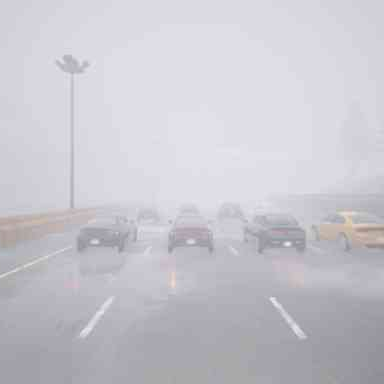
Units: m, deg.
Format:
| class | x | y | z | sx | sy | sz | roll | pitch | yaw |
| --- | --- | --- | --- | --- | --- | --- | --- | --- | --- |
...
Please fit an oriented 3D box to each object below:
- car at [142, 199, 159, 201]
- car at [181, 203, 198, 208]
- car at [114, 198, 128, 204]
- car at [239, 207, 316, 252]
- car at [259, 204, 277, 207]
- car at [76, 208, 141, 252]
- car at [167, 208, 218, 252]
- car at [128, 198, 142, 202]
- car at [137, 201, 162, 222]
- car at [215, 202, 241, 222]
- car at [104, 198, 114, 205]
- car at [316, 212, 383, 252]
| class | x | y | z | sx | sy | sz | roll | pitch | yaw |
| --- | --- | --- | --- | --- | --- | --- | --- | --- | --- |
| car | -8.818 | 2.221 | 74.823 | 2.128 | 1.511 | 4.902 | 0 | -1 | 14 |
| car | -0.250 | 1.782 | 29.420 | 1.837 | 1.490 | 4.892 | 0 | 0 | 0 |
| car | -15.478 | 2.194 | 77.023 | 1.882 | 1.535 | 5.008 | 0 | -1 | 14 |
| car | 3.434 | 1.643 | 14.460 | 1.837 | 1.490 | 4.892 | 0 | 0 | -1 |
| car | 6.750 | 1.801 | 29.567 | 1.812 | 1.442 | 4.674 | 0 | 0 | 0 |
| car | -3.565 | 1.661 | 14.437 | 1.812 | 1.442 | 4.674 | 0 | 0 | -1 |
| car | -0.065 | 1.661 | 14.492 | 1.812 | 1.442 | 4.674 | 0 | 0 | 0 |
| car | -12.143 | 2.205 | 75.922 | 1.837 | 1.490 | 4.892 | 0 | -1 | 14 |
| car | -3.749 | 1.801 | 29.467 | 1.812 | 1.442 | 4.674 | 0 | 0 | 0 |
| car | 3.251 | 1.623 | 29.238 | 2.097 | 1.767 | 4.553 | 0 | -1 | -1 |
| car | -18.802 | 2.250 | 78.122 | 1.812 | 1.442 | 4.674 | 0 | -1 | 14 |
| car | 6.933 | 1.615 | 14.691 | 1.882 | 1.535 | 5.008 | 0 | 0 | -1 |
